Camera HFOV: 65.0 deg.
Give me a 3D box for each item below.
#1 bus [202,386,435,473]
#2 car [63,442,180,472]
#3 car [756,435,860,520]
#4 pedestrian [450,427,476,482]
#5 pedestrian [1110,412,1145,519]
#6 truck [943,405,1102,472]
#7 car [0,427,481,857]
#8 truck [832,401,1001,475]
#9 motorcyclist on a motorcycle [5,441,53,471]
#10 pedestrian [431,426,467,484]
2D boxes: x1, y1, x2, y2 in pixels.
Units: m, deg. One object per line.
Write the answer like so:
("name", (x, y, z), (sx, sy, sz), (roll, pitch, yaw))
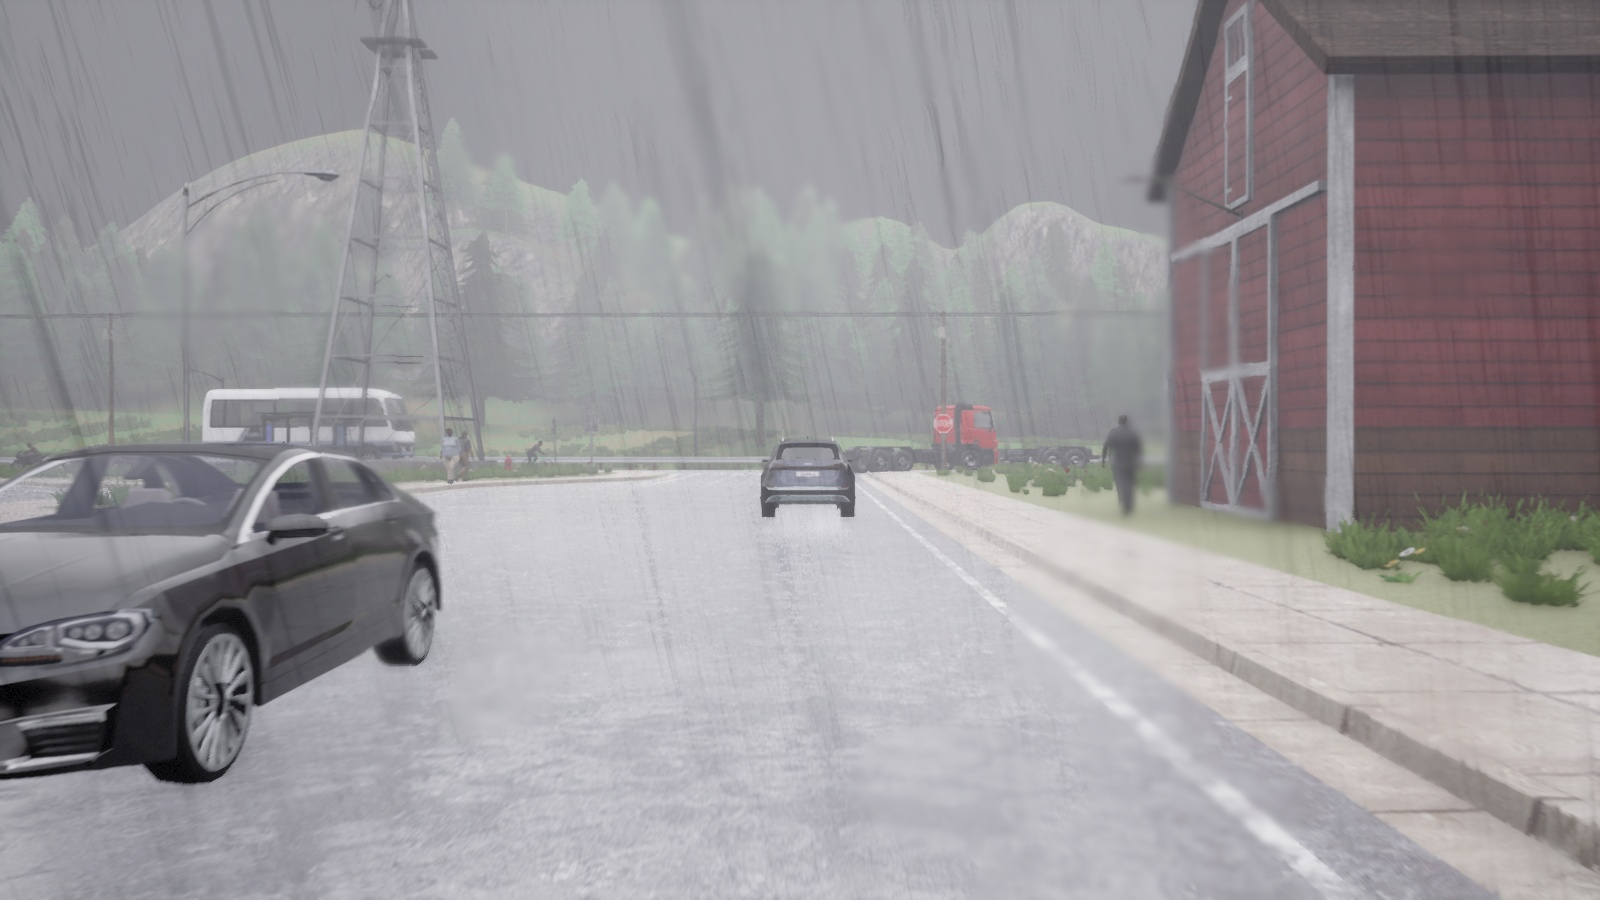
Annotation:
("bus", (-24.204, -1.008, 63.600), (10.273, 4.253, 3.944), (0, 0, 1))
("car", (-34.404, 0.359, 63.778), (4.792, 1.488, 2.163), (0, 0, -9))
("car", (0.167, 0.525, 26.865), (2.033, 1.649, 4.856), (0, 0, 0))
("pedestrian", (-11.432, 0.152, 42.602), (0.540, 1.848, 0.694), (0, 0, 23))
("pedestrian", (5.898, 0.273, 22.614), (0.563, 1.883, 0.849), (0, 0, 17))
("truck", (11.654, -0.599, 66.271), (7.936, 3.462, 2.891), (0, 0, 1))
("car", (-3.446, 0.661, 6.863), (2.128, 1.511, 4.902), (0, 0, 0))
("truck", (5.782, -0.581, 62.027), (7.936, 3.462, 2.891), (0, 0, -25))
("motorcyclist on a motorcycle", (-40.903, 0.320, 66.669), (2.044, 1.523, 0.797), (0, 2, -18))
("pedestrian", (-11.301, 0.165, 40.454), (0.874, 1.855, 0.900), (0, 0, 2))
